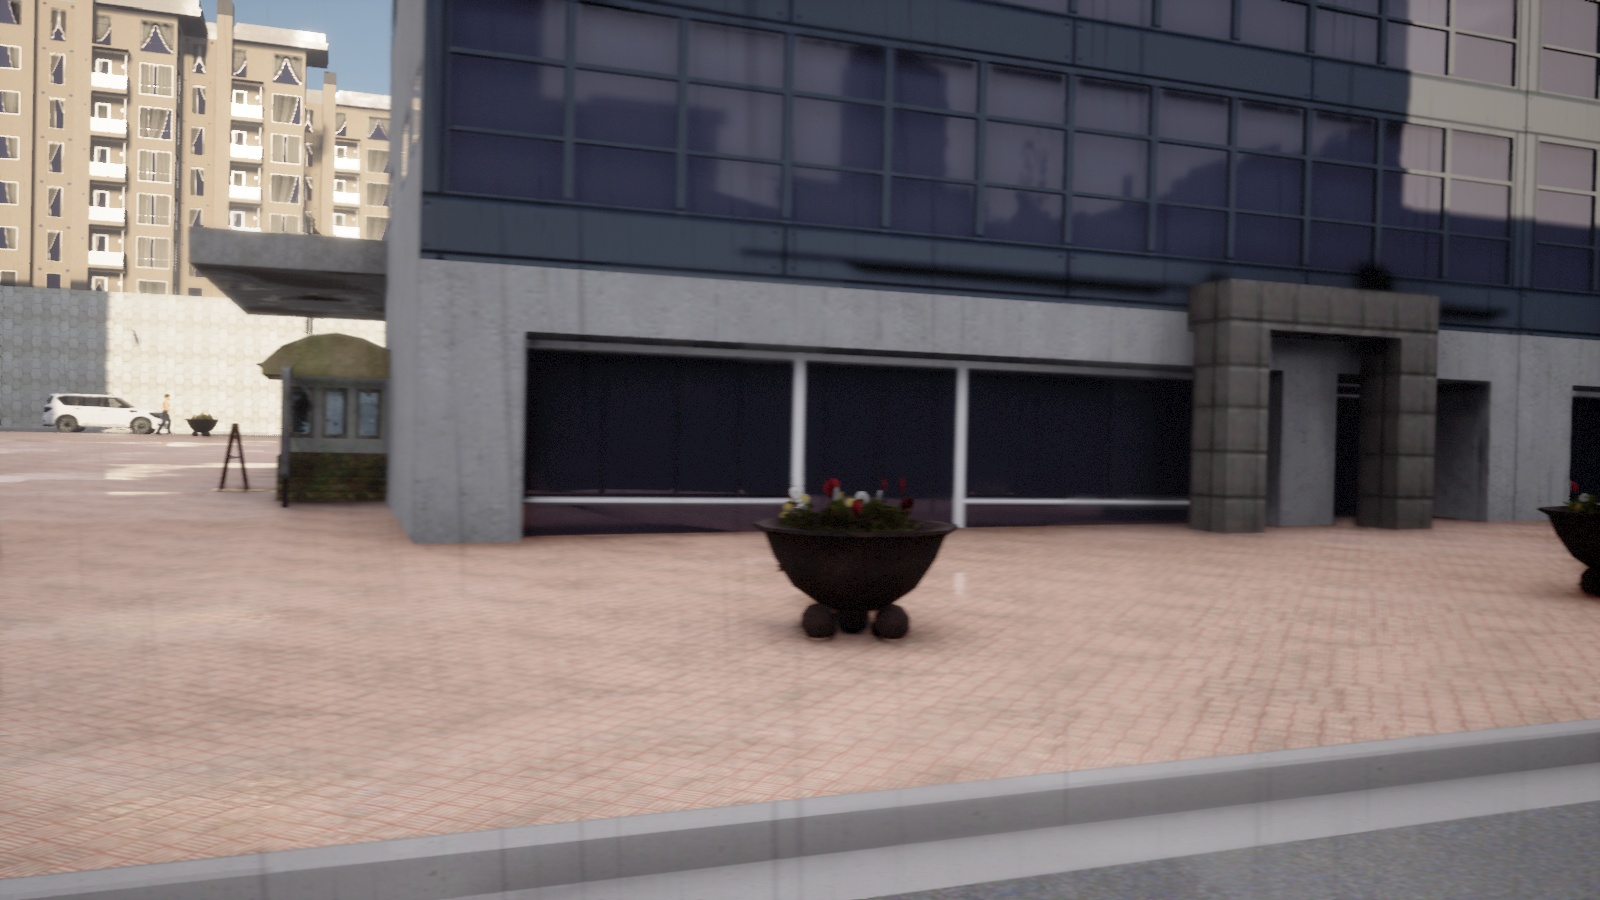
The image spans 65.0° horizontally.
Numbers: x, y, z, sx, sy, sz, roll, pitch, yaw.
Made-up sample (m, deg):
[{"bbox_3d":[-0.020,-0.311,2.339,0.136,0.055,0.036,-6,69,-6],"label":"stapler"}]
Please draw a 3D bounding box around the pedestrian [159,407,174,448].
[{"bbox_3d":[-28.257,-0.993,56.025,0.594,1.836,0.345,0,1,-26],"label":"pedestrian"}]

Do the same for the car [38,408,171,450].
[{"bbox_3d":[-35.089,-1.033,63.547,5.566,2.045,2.150,0,1,-19],"label":"car"}]
